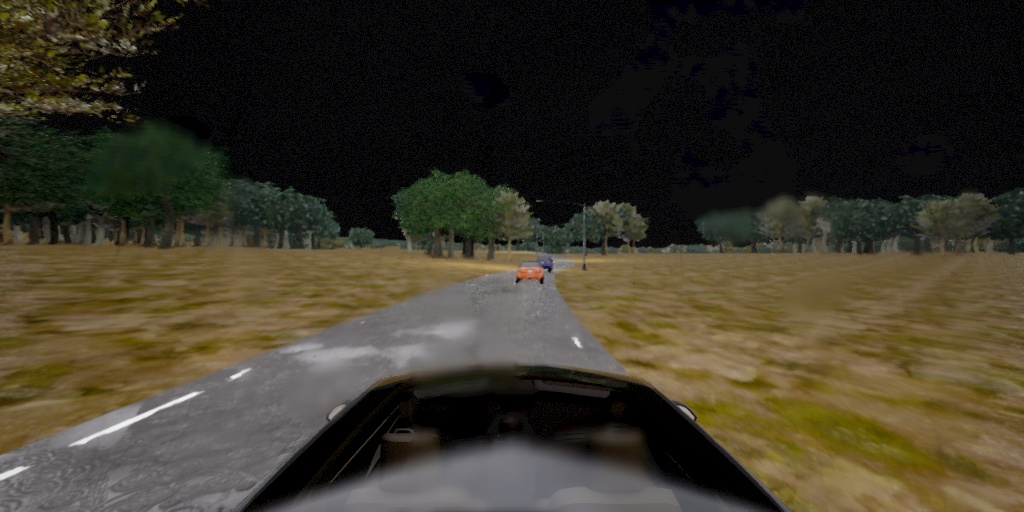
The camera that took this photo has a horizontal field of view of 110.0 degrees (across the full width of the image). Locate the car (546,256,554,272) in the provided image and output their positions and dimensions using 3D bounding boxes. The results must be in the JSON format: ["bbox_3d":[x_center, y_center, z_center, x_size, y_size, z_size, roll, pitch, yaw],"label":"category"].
[{"bbox_3d":[4.296,1.040,48.024,2.150,2.045,5.566,1,0,10],"label":"car"}]

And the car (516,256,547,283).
[{"bbox_3d":[1.542,1.134,28.801,2.097,1.767,4.553,1,0,6],"label":"car"}]
